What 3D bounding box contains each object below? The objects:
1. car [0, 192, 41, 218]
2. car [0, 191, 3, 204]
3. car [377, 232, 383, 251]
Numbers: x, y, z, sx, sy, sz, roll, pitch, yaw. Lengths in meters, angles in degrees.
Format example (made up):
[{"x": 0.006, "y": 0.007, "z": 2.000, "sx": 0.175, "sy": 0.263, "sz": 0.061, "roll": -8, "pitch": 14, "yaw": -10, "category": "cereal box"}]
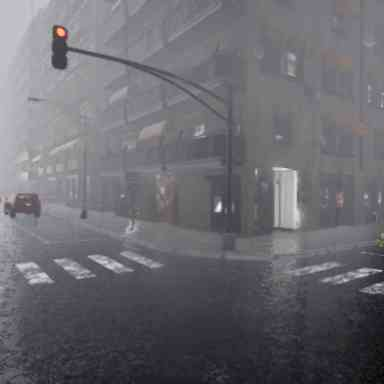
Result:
[{"x": -12.975, "y": 0.946, "z": 25.484, "sx": 2.192, "sy": 1.841, "sz": 5.009, "roll": 2, "pitch": 0, "yaw": -36, "category": "car"}, {"x": -26.257, "y": 0.719, "z": 43.805, "sx": 1.967, "sy": 1.590, "sz": 4.097, "roll": 2, "pitch": 0, "yaw": -36, "category": "car"}, {"x": 9.025, "y": 1.573, "z": 12.987, "sx": 4.829, "sy": 1.417, "sz": 1.752, "roll": 0, "pitch": 0, "yaw": -35, "category": "car"}]
